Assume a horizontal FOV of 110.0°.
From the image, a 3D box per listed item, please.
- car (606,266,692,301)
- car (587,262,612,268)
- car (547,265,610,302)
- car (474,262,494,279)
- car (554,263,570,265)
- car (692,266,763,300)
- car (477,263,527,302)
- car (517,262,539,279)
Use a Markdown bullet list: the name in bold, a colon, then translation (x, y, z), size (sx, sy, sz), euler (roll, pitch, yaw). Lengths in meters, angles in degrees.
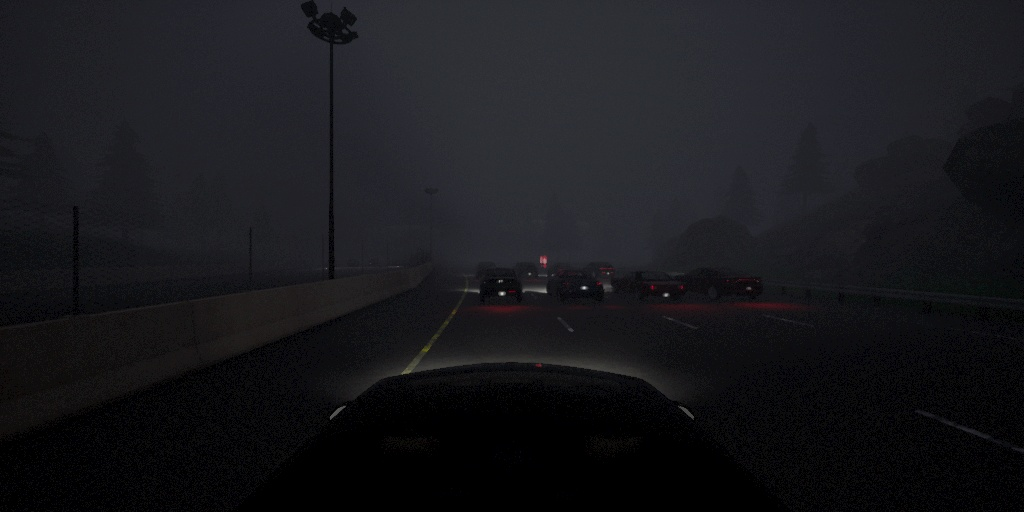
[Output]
- **car**: translation (6.395, 1.366, 17.467), size (1.895, 1.301, 4.718), euler (0, 0, -4)
- **car**: translation (8.059, 1.266, 33.781), size (1.837, 1.490, 4.892), euler (0, 0, -9)
- **car**: translation (2.908, 1.322, 17.173), size (1.994, 1.385, 4.181), euler (0, 0, -4)
- **car**: translation (-2.322, 1.235, 32.202), size (1.882, 1.535, 5.008), euler (0, 0, -9)
- **car**: translation (4.598, 1.322, 33.255), size (1.994, 1.385, 4.181), euler (0, 0, -9)
- **car**: translation (9.888, 1.235, 17.701), size (1.882, 1.535, 5.008), euler (0, 0, -4)
- **car**: translation (-0.582, 1.266, 16.908), size (1.837, 1.490, 4.892), euler (0, 0, -4)
- **car**: translation (1.138, 1.266, 32.728), size (1.837, 1.490, 4.892), euler (0, 0, -9)
